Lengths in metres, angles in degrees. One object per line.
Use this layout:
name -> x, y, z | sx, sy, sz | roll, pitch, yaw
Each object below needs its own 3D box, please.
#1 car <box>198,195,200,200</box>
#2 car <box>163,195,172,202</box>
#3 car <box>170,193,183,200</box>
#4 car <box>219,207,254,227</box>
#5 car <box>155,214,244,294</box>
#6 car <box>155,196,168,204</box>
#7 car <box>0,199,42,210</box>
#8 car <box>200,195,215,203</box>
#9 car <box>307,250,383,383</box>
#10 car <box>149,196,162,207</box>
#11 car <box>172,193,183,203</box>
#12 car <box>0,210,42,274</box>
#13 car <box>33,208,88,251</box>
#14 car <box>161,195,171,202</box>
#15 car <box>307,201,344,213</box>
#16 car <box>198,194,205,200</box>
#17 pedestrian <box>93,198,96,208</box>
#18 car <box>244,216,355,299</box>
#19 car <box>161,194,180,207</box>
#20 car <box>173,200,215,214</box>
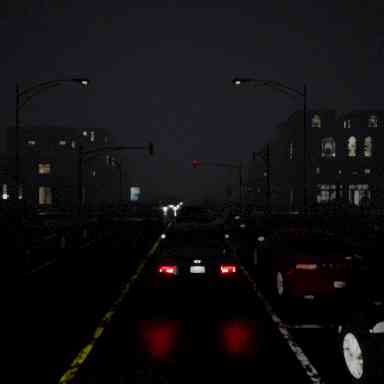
car -> 2.607, 1.567, 63.069 | 1.802, 1.307, 4.206 | 0, 0, 0
car -> -5.796, 1.509, 79.468 | 1.752, 1.417, 4.829 | 0, 0, 0
car -> -3.151, 1.477, 61.421 | 2.128, 1.511, 4.902 | 0, 0, 0
car -> 2.667, 1.546, 19.637 | 2.008, 1.369, 4.403 | 0, 0, 0
car -> 0.092, 1.545, 8.934 | 2.033, 1.411, 5.357 | 0, 0, 0
car -> -5.774, 1.536, 63.072 | 2.008, 1.369, 4.403 | 0, 0, 0
car -> -18.418, 1.455, 34.497 | 5.357, 1.411, 2.033 | 0, 0, 1
car -> 2.622, 1.553, 52.027 | 1.947, 1.339, 4.313 | 0, 0, 0
car -> 2.690, 1.550, 2.561 | 2.008, 1.369, 4.403 | 0, 0, 0
car -> -5.758, 1.569, 52.028 | 1.802, 1.307, 4.206 | 0, 0, 0
car -> -3.100, 1.209, 72.077 | 2.150, 2.045, 5.566 | 0, 0, 0
car -> -5.698, 1.438, 8.258 | 1.967, 1.590, 4.097 | 0, 0, 0
car -> -5.706, 1.547, 13.950 | 2.008, 1.369, 4.403 | 0, 0, 0
car -> -5.788, 1.424, 74.116 | 1.967, 1.590, 4.097 | 0, 0, 0
car -> 14.759, 1.640, 37.230 | 4.181, 1.385, 1.994 | 0, 0, 1
car -> 2.570, 1.425, 90.679 | 1.967, 1.590, 4.097 | 0, 0, 0
pedestrian -> -12.611, 1.399, 43.151 | 0.375, 1.300, 0.375 | 0, -1, 1
car -> 2.682, 1.542, 8.253 | 1.887, 1.381, 4.507 | 0, 0, 0
car -> -3.179, 1.513, 51.069 | 1.812, 1.442, 4.674 | 0, 0, 1
car -> 0.073, 1.472, 19.398 | 1.882, 1.535, 5.008 | 0, 0, 0
